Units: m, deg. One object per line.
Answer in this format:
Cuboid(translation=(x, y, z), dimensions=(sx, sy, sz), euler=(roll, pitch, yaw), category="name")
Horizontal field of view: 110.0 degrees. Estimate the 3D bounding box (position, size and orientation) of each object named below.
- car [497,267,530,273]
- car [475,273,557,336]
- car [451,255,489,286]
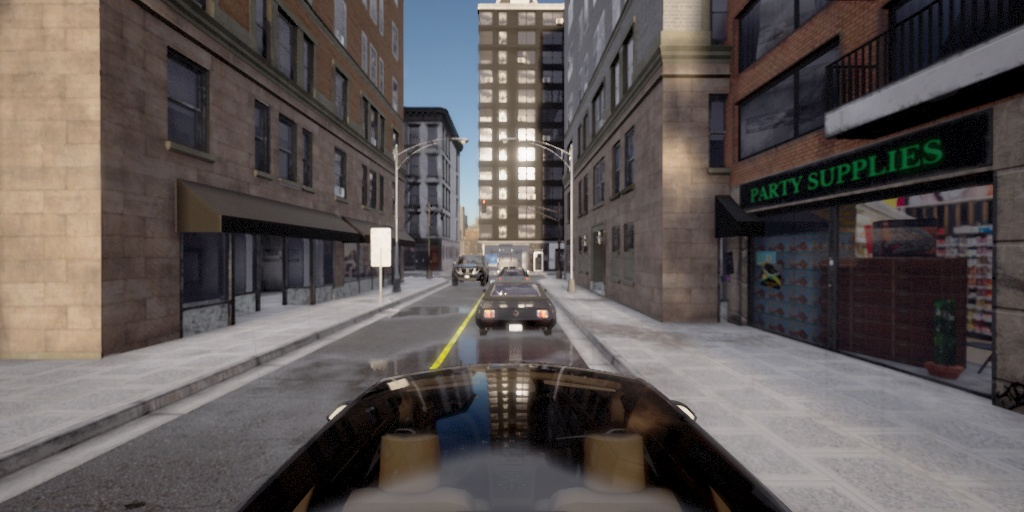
Cuboid(translation=(0.071, 1.282, 20.296), dimensions=(1.994, 1.385, 4.181), euler=(0, 0, 0), category="car")
Cuboid(translation=(0.091, 1.336, 10.328), dimensions=(1.895, 1.301, 4.718), euler=(0, 0, 0), category="car")
Cuboid(translation=(-2.774, 0.929, 24.961), dimensions=(2.150, 2.045, 5.566), euler=(0, 0, 0), category="car")
